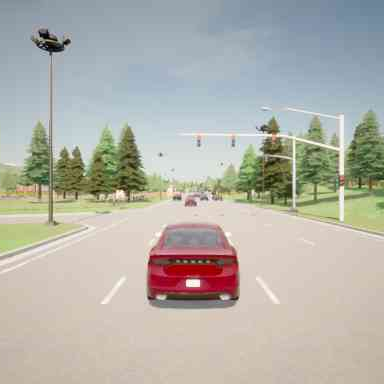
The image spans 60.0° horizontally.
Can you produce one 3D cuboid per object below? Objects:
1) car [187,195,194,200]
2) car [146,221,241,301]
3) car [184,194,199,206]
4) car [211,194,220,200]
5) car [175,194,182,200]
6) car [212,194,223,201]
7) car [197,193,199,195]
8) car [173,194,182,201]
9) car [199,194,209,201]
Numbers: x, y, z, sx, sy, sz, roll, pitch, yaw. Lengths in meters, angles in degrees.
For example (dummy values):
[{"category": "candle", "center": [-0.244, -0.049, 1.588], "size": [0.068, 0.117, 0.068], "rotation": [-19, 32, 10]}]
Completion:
[{"category": "car", "center": [-0.355, 1.427, 94.083], "size": [1.895, 1.301, 4.718], "rotation": [0, 0, 0]}, {"category": "car", "center": [0.031, 1.478, 8.418], "size": [1.882, 1.535, 5.008], "rotation": [0, 0, 0]}, {"category": "car", "center": [-0.199, 1.525, 53.020], "size": [1.812, 1.442, 4.674], "rotation": [0, 0, 0]}, {"category": "car", "center": [6.645, 1.372, 94.080], "size": [2.033, 1.411, 5.357], "rotation": [0, 0, 0]}, {"category": "car", "center": [-3.855, 1.310, 94.040], "size": [1.882, 1.535, 5.008], "rotation": [0, 0, 0]}, {"category": "car", "center": [6.684, 1.516, 83.660], "size": [2.128, 1.511, 4.902], "rotation": [0, 0, 0]}, {"category": "car", "center": [3.145, 1.357, 94.066], "size": [2.128, 1.511, 4.902], "rotation": [0, 0, 0]}, {"category": "car", "center": [-3.816, 1.469, 83.620], "size": [1.882, 1.535, 5.008], "rotation": [0, 0, 0]}, {"category": "car", "center": [3.183, 1.516, 84.063], "size": [1.812, 1.442, 4.674], "rotation": [0, 0, 0]}]
